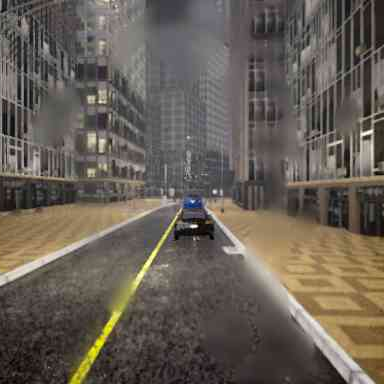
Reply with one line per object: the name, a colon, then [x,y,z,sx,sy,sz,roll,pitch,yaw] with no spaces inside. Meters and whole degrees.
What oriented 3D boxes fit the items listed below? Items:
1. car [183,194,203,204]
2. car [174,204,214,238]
car: [0.096,1.244,39.150,2.150,2.045,5.566,0,0,0]
car: [0.096,1.565,17.517,1.994,1.385,4.181,0,0,0]
